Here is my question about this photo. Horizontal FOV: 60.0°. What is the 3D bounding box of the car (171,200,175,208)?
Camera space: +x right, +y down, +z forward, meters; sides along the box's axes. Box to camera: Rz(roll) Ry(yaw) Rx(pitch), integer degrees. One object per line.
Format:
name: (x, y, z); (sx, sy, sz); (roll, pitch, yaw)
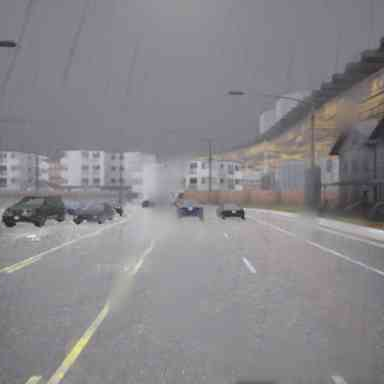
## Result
car: (-1.298, 1.514, 44.253); (1.812, 1.442, 4.674); (0, 0, -28)

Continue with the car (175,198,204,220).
car: (-0.204, 1.344, 28.034); (2.097, 1.767, 4.553); (0, 0, -3)

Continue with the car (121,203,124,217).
car: (-7.367, 1.464, 30.786); (1.994, 1.385, 4.181); (0, 0, -9)

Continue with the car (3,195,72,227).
car: (-10.555, 1.220, 22.810); (2.150, 2.045, 5.566); (0, 0, 0)

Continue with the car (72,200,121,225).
car: (-7.053, 1.542, 24.569); (2.033, 1.411, 5.357); (0, 0, 0)

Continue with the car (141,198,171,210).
car: (-5.151, 1.480, 43.972); (2.128, 1.511, 4.902); (0, 0, -31)

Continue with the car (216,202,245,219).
car: (3.255, 1.556, 28.672); (1.994, 1.385, 4.181); (0, 0, -3)

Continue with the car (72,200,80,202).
car: (-10.820, 1.476, 30.213); (1.882, 1.535, 5.008); (0, 0, -9)
